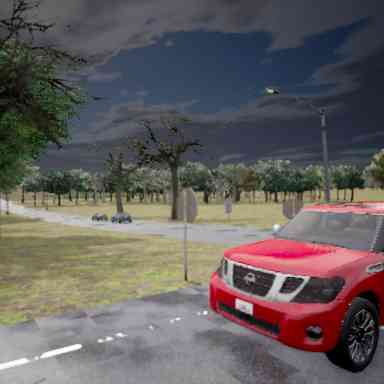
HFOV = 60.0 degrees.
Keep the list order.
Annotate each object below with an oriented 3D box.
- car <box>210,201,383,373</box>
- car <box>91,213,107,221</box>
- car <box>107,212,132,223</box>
[{"bbox_3d":[2.943,1.206,6.009,5.566,2.045,2.150,1,-1,-35],"label":"car"},{"bbox_3d":[-16.911,4.552,60.794,1.812,1.442,4.674,-1,-1,-34],"label":"car"},{"bbox_3d":[-11.273,3.961,52.577,2.097,1.767,4.553,-1,-2,-34],"label":"car"}]
